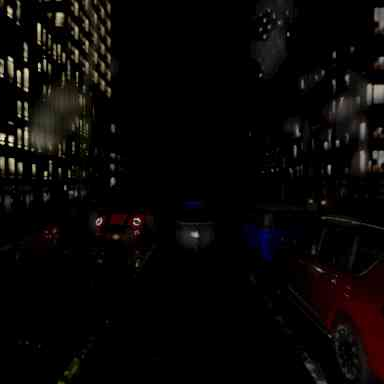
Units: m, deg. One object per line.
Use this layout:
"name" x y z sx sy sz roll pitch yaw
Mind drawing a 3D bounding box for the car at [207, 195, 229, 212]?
"car" 2.740 1.252 33.541 2.008 1.369 4.403 -1 1 0

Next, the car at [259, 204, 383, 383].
"car" 2.685 1.269 5.122 2.192 1.841 5.009 -1 1 0

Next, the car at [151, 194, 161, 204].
"car" -5.620 1.179 44.924 1.802 1.307 4.206 -1 1 0

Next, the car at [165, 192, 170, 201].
"car" -5.589 0.971 61.804 1.752 1.417 4.829 -1 1 0

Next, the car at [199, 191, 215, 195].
"car" 2.779 0.813 56.273 2.192 1.841 5.009 -1 1 0

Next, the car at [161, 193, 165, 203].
"car" -5.611 0.986 50.606 1.967 1.590 4.097 -1 1 0

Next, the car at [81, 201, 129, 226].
"car" -5.662 1.351 22.190 2.008 1.369 4.403 -1 1 0

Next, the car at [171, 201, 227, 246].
"car" 0.121 1.360 14.683 2.128 1.511 4.902 0 1 0

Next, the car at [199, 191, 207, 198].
"car" 2.833 0.681 84.691 1.967 1.590 4.097 -1 1 0

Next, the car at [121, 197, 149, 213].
"car" -5.641 1.249 33.557 2.008 1.369 4.403 -1 1 0

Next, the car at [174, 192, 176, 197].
"car" -5.547 0.789 84.708 2.008 1.369 4.403 0 1 0

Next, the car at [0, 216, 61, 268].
"car" -5.683 1.483 10.824 1.802 1.307 4.206 -1 1 0

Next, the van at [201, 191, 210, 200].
"van" 2.801 0.737 67.640 1.690 1.788 3.998 -1 1 0

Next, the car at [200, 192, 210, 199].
"car" 2.812 0.785 73.324 1.967 1.590 4.097 -1 1 0

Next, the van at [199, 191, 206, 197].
"van" 2.842 0.531 90.373 1.690 1.788 3.998 -1 1 0

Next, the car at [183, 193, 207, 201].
"car" 0.157 1.187 32.532 1.882 1.535 5.008 0 1 0

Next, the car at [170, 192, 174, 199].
"car" -5.568 0.908 73.341 1.947 1.339 4.313 -1 1 0

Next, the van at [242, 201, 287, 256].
"van" 2.696 1.245 10.806 1.690 1.788 3.998 -1 1 0

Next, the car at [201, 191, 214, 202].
"car" 2.790 0.762 61.957 2.192 1.841 5.009 -1 1 0

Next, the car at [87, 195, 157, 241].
"car" -3.070 1.211 15.690 2.097 1.767 4.553 0 1 0
